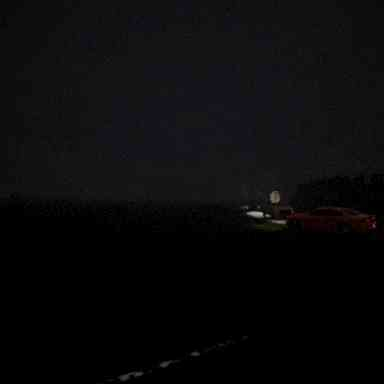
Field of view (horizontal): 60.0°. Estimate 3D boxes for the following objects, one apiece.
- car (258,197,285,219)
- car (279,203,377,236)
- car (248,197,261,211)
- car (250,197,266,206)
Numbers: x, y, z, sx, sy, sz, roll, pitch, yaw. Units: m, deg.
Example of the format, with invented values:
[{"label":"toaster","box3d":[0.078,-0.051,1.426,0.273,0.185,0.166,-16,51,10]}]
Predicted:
[{"label":"car","box3d":[7.859,1.552,30.648,1.882,1.535,5.008,1,0,-2]},{"label":"car","box3d":[7.951,1.600,19.404,1.882,1.535,5.008,-3,2,-41]},{"label":"car","box3d":[8.161,1.557,41.880,2.128,1.511,4.902,1,0,6]},{"label":"car","box3d":[11.580,1.589,58.191,2.128,1.511,4.902,0,0,19]}]
